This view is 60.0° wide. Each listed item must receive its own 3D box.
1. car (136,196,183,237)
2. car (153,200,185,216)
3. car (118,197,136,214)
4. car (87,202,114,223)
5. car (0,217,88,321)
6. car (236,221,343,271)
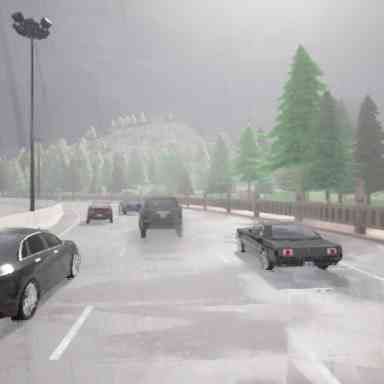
[{"bbox_3d":[-1.853,1.238,18.597,2.150,2.045,5.566,0,0,-10],"label":"car"},{"bbox_3d":[-2.546,1.576,34.855,2.033,1.411,5.357,0,0,-19],"label":"car"},{"bbox_3d":[-6.627,1.396,35.652,2.097,1.767,4.553,0,0,-20],"label":"car"},{"bbox_3d":[-7.257,1.519,26.275,1.882,1.535,5.008,0,0,-15],"label":"car"},{"bbox_3d":[-3.868,1.523,7.219,1.837,1.490,4.892,0,0,-4],"label":"car"},{"bbox_3d":[2.818,1.597,10.908,1.895,1.301,4.718,0,0,-6],"label":"car"}]
